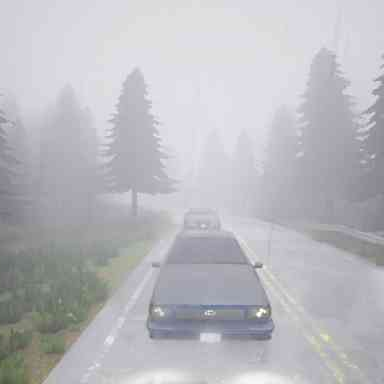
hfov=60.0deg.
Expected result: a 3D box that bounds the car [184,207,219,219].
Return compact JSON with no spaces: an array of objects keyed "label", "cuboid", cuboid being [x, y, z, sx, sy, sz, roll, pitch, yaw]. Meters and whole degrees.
[{"label":"car","cuboid":[0.520,1.584,19.333,1.994,1.385,4.181,0,0,-2]}]

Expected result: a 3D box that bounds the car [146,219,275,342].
[{"label":"car","cuboid":[0.303,1.558,7.101,2.033,1.411,5.357,0,0,1]}]
